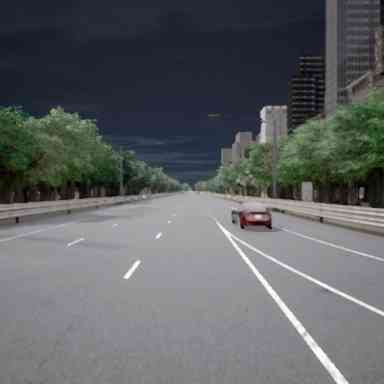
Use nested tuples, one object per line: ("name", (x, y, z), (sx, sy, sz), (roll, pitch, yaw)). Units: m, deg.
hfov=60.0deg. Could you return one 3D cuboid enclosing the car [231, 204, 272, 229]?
("car", (3.716, 1.458, 21.291), (2.163, 1.488, 4.792), (0, 0, -2))
